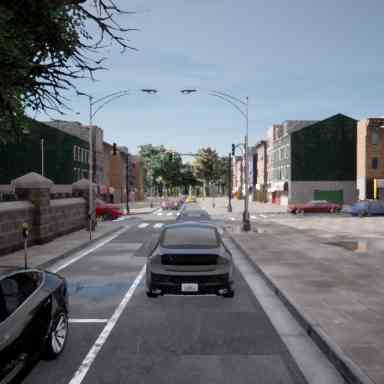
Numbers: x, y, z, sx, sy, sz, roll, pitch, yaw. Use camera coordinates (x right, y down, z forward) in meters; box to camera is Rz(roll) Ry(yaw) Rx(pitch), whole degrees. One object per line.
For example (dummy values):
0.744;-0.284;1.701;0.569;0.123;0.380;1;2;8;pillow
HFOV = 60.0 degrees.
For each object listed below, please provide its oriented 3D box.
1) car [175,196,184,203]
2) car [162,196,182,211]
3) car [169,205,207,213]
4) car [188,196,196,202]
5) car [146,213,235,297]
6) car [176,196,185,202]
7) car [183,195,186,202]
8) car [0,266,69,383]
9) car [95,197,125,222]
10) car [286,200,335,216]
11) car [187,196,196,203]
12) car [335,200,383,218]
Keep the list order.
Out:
-2.688;1.655;74.165;1.887;1.381;4.507;-1;0;0;car
-2.670;1.478;41.557;1.967;1.590;4.097;-1;0;0;car
0.091;1.552;15.977;2.033;1.411;5.357;0;0;0;car
-0.046;1.671;82.145;2.033;1.411;5.357;0;0;0;car
-0.027;1.505;8.532;1.837;1.490;4.892;0;0;0;car
-2.691;1.690;79.600;1.947;1.339;4.313;-1;0;0;car
-2.682;1.628;63.296;1.887;1.381;4.507;-1;0;0;car
-2.646;1.565;3.237;1.947;1.339;4.313;-1;0;0;car
-8.328;1.356;26.867;5.566;2.045;2.150;-1;1;0;car
10.941;1.428;29.835;4.718;1.301;1.895;-1;1;0;car
-0.029;1.582;71.711;1.882;1.535;5.008;0;0;0;car
14.921;1.347;26.886;5.357;1.411;2.033;-1;1;0;car
